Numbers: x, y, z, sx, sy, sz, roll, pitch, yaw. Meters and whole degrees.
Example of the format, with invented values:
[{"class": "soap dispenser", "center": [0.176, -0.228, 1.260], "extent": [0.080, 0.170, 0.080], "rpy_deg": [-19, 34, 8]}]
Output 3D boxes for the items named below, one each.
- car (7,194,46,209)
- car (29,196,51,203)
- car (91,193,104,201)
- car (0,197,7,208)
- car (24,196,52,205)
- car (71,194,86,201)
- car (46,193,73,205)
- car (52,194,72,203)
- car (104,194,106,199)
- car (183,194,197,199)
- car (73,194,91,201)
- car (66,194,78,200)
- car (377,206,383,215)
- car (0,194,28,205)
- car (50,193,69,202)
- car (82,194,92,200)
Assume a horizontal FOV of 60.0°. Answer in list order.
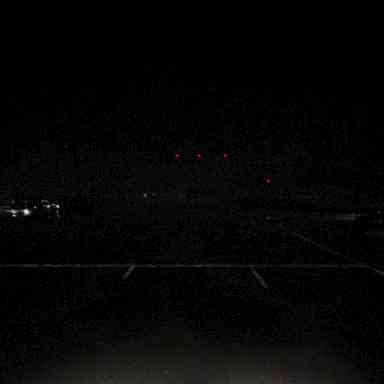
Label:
[{"class": "car", "center": [-21.137, 1.186, 42.732], "extent": [2.097, 1.767, 4.553], "rpy_deg": [0, 0, 0]}, {"class": "car", "center": [-28.079, 1.352, 61.654], "extent": [1.895, 1.301, 4.718], "rpy_deg": [0, 0, 0]}, {"class": "car", "center": [-21.124, 1.065, 71.221], "extent": [2.097, 1.767, 4.553], "rpy_deg": [0, 0, 0]}, {"class": "car", "center": [-24.630, 1.362, 42.500], "extent": [1.812, 1.442, 4.674], "rpy_deg": [0, 0, 0]}, {"class": "car", "center": [-24.632, 1.335, 53.553], "extent": [2.033, 1.411, 5.357], "rpy_deg": [0, 0, 0]}, {"class": "car", "center": [-24.635, 1.229, 72.285], "extent": [1.812, 1.442, 4.674], "rpy_deg": [0, 0, -3]}, {"class": "car", "center": [-21.137, 1.295, 53.010], "extent": [1.837, 1.490, 4.892], "rpy_deg": [0, 0, 0]}, {"class": "car", "center": [-24.584, 1.222, 63.200], "extent": [1.882, 1.535, 5.008], "rpy_deg": [0, 0, 1]}, {"class": "car", "center": [-22.133, 1.166, 81.250], "extent": [1.837, 1.490, 4.892], "rpy_deg": [0, 0, -10]}, {"class": "car", "center": [-0.205, 1.201, 94.717], "extent": [1.895, 1.301, 4.718], "rpy_deg": [0, 0, -18]}, {"class": "car", "center": [-21.101, 1.350, 62.274], "extent": [1.895, 1.301, 4.718], "rpy_deg": [0, 0, 0]}, {"class": "car", "center": [-29.179, 1.262, 80.785], "extent": [1.895, 1.301, 4.718], "rpy_deg": [0, 0, -10]}, {"class": "car", "center": [17.639, 1.260, 26.129], "extent": [4.553, 1.767, 2.097], "rpy_deg": [0, 0, 6]}, {"class": "car", "center": [-28.129, 1.143, 52.660], "extent": [2.097, 1.767, 4.553], "rpy_deg": [0, 0, 0]}, {"class": "car", "center": [-28.103, 1.067, 70.671], "extent": [2.097, 1.767, 4.553], "rpy_deg": [0, 0, 0]}, {"class": "car", "center": [-25.940, 1.161, 82.375], "extent": [1.837, 1.490, 4.892], "rpy_deg": [0, 0, -10]}]
